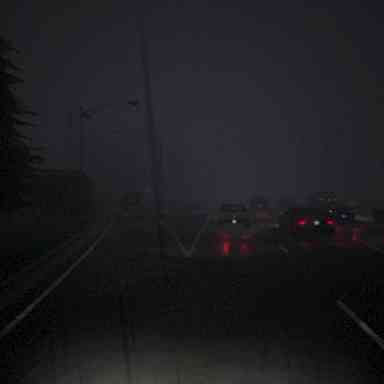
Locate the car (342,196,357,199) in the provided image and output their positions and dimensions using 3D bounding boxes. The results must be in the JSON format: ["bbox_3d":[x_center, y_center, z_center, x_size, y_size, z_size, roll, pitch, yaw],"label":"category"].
[{"bbox_3d":[18.479,1.183,39.975,1.882,1.535,5.008,0,0,5],"label":"car"}]

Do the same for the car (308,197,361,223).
[{"bbox_3d":[9.877,1.355,23.454,1.812,1.442,4.674,0,0,5],"label":"car"}]

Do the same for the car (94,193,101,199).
[{"bbox_3d":[-23.528,1.094,81.578,1.812,1.442,4.674,0,0,-28],"label":"car"}]

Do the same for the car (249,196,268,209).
[{"bbox_3d":[7.884,1.244,39.451,1.837,1.490,4.892,0,0,5],"label":"car"}]

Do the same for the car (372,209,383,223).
[{"bbox_3d":[13.160,1.436,20.832,1.895,1.301,4.718,0,0,5],"label":"car"}]

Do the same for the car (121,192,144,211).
[{"bbox_3d":[-6.919,1.011,38.366,2.150,2.045,5.566,0,0,-16],"label":"car"}]

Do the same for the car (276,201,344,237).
[{"bbox_3d":[5.804,1.425,17.366,2.033,1.411,5.357,0,0,5],"label":"car"}]

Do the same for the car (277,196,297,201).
[{"bbox_3d":[11.510,1.199,40.641,1.882,1.535,5.008,0,0,5],"label":"car"}]

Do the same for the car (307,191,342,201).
[{"bbox_3d":[14.771,0.950,37.943,2.150,2.045,5.566,0,0,5],"label":"car"}]

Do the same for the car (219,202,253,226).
[{"bbox_3d":[2.733,1.459,22.086,1.895,1.301,4.718,0,0,5],"label":"car"}]
